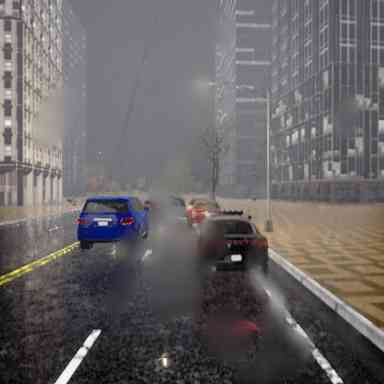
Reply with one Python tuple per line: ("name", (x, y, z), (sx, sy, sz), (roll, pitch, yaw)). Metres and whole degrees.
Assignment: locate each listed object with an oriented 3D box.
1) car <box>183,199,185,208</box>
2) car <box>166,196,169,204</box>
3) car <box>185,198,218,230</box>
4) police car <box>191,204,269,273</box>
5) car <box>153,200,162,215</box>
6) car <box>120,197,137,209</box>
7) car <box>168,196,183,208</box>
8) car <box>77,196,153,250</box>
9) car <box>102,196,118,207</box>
("car", (0.557, 1.294, 26.807), (2.097, 1.767, 4.553), (0, 0, -3))
("car", (-3.633, 1.413, 60.358), (1.812, 1.442, 4.674), (0, 0, -8))
("car", (0.828, 1.306, 20.718), (2.097, 1.767, 4.553), (0, 0, -2))
("police car", (1.061, 1.402, 10.701), (1.930, 1.638, 5.238), (0, 0, -1))
("car", (-3.972, 1.457, 32.415), (1.812, 1.442, 4.674), (0, 0, -4))
("car", (-8.500, 1.415, 44.953), (1.837, 1.490, 4.892), (0, 0, -6))
("car", (-1.952, 1.432, 46.852), (1.812, 1.442, 4.674), (0, 0, -6))
("car", (-3.152, 1.190, 14.277), (2.150, 2.045, 5.566), (0, 0, -1))
("car", (-12.358, 1.407, 50.277), (1.837, 1.490, 4.892), (0, 0, -7))
